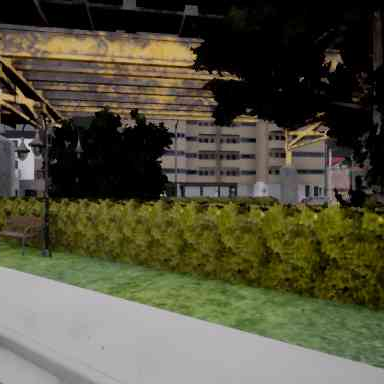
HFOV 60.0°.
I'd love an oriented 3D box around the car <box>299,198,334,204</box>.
[{"bbox_3d":[12.114,1.351,30.773,4.553,1.767,2.097,0,0,-9],"label":"car"}]
